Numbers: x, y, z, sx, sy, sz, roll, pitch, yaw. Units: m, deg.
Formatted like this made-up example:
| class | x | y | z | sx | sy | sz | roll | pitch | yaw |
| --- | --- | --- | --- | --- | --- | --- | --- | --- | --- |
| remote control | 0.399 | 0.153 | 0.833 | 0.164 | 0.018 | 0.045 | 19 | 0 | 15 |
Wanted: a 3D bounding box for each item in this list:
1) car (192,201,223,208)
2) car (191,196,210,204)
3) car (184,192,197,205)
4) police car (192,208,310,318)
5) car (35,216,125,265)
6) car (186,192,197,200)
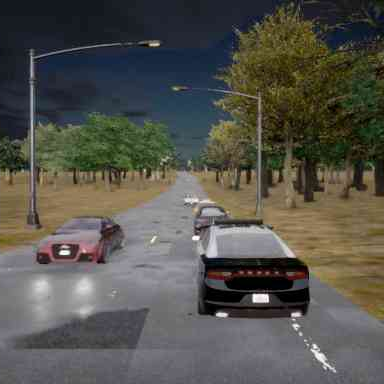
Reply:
| class | x | y | z | sx | sy | sz | roll | pitch | yaw |
| --- | --- | --- | --- | --- | --- | --- | --- | --- | --- |
| car | 1.029 | 1.440 | 17.544 | 1.812 | 1.442 | 4.674 | 0 | 1 | 0 |
| car | 1.020 | 1.306 | 23.732 | 1.801 | 1.575 | 5.366 | 0 | 1 | 0 |
| car | -0.040 | 1.097 | 45.132 | 1.895 | 1.301 | 4.718 | 0 | 1 | 0 |
| police car | 1.043 | 1.408 | 7.654 | 1.930 | 1.638 | 5.238 | 0 | 0 | 0 |
| car | -3.612 | 1.527 | 11.440 | 1.994 | 1.385 | 4.181 | 0 | 0 | 0 |
| car | -0.080 | 0.684 | 58.234 | 1.895 | 1.301 | 4.718 | 0 | 2 | 0 |
